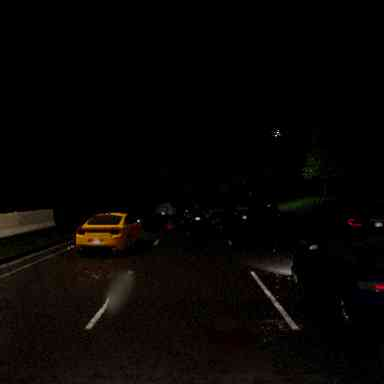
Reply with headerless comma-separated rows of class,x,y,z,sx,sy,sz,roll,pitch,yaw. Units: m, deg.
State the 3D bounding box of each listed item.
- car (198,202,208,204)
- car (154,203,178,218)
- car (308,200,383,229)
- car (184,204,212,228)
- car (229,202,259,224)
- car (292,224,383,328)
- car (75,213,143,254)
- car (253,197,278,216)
car,1.328,1.959,41.795,1.994,1.385,4.181,0,-1,3
car,-2.605,1.846,33.831,1.812,1.442,4.674,0,-1,3
car,7.188,1.368,15.383,2.150,2.045,5.566,0,-1,1
car,0.471,1.796,24.444,1.994,1.385,4.181,0,-1,2
car,4.105,1.788,27.635,1.812,1.442,4.674,0,-1,2
car,3.604,1.632,7.105,1.994,1.385,4.181,0,-1,0
car,-3.329,1.613,14.217,1.882,1.535,5.008,0,-1,1
car,8.071,1.571,36.947,2.150,2.045,5.566,0,-1,3
